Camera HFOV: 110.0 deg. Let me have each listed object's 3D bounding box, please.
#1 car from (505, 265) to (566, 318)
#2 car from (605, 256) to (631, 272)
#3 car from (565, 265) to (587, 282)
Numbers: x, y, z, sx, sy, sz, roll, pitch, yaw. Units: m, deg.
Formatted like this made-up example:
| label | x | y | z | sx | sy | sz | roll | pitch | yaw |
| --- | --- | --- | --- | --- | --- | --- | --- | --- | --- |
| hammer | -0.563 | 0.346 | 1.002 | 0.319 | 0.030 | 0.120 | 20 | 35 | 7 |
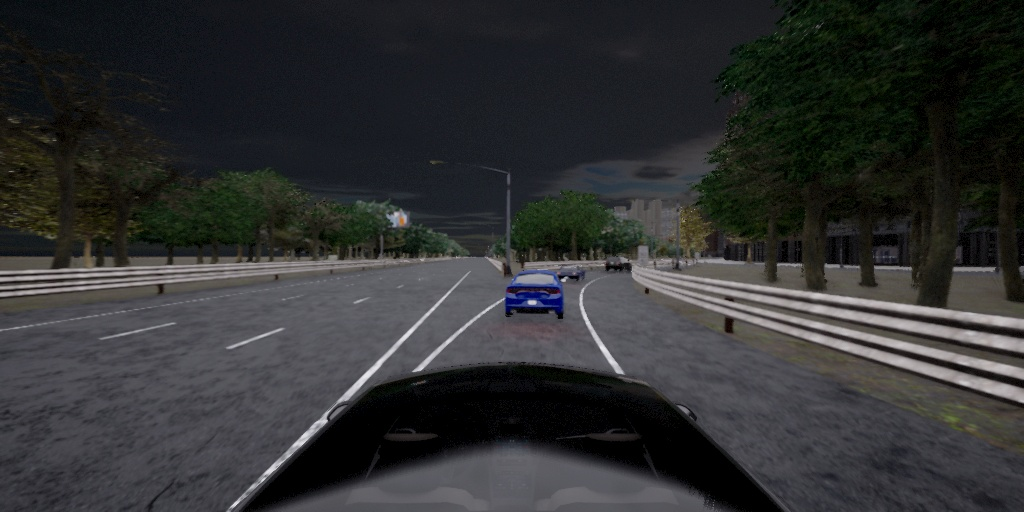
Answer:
| label | x | y | z | sx | sy | sz | roll | pitch | yaw |
| --- | --- | --- | --- | --- | --- | --- | --- | --- | --- |
| car | 0.956 | 1.255 | 13.206 | 1.882 | 1.535 | 5.008 | 0 | 0 | 8 |
| car | 14.367 | 1.073 | 48.298 | 2.150 | 2.045 | 5.566 | 0 | 0 | 34 |
| car | 5.001 | 1.389 | 29.791 | 1.895 | 1.301 | 4.718 | 0 | 0 | 20 |
